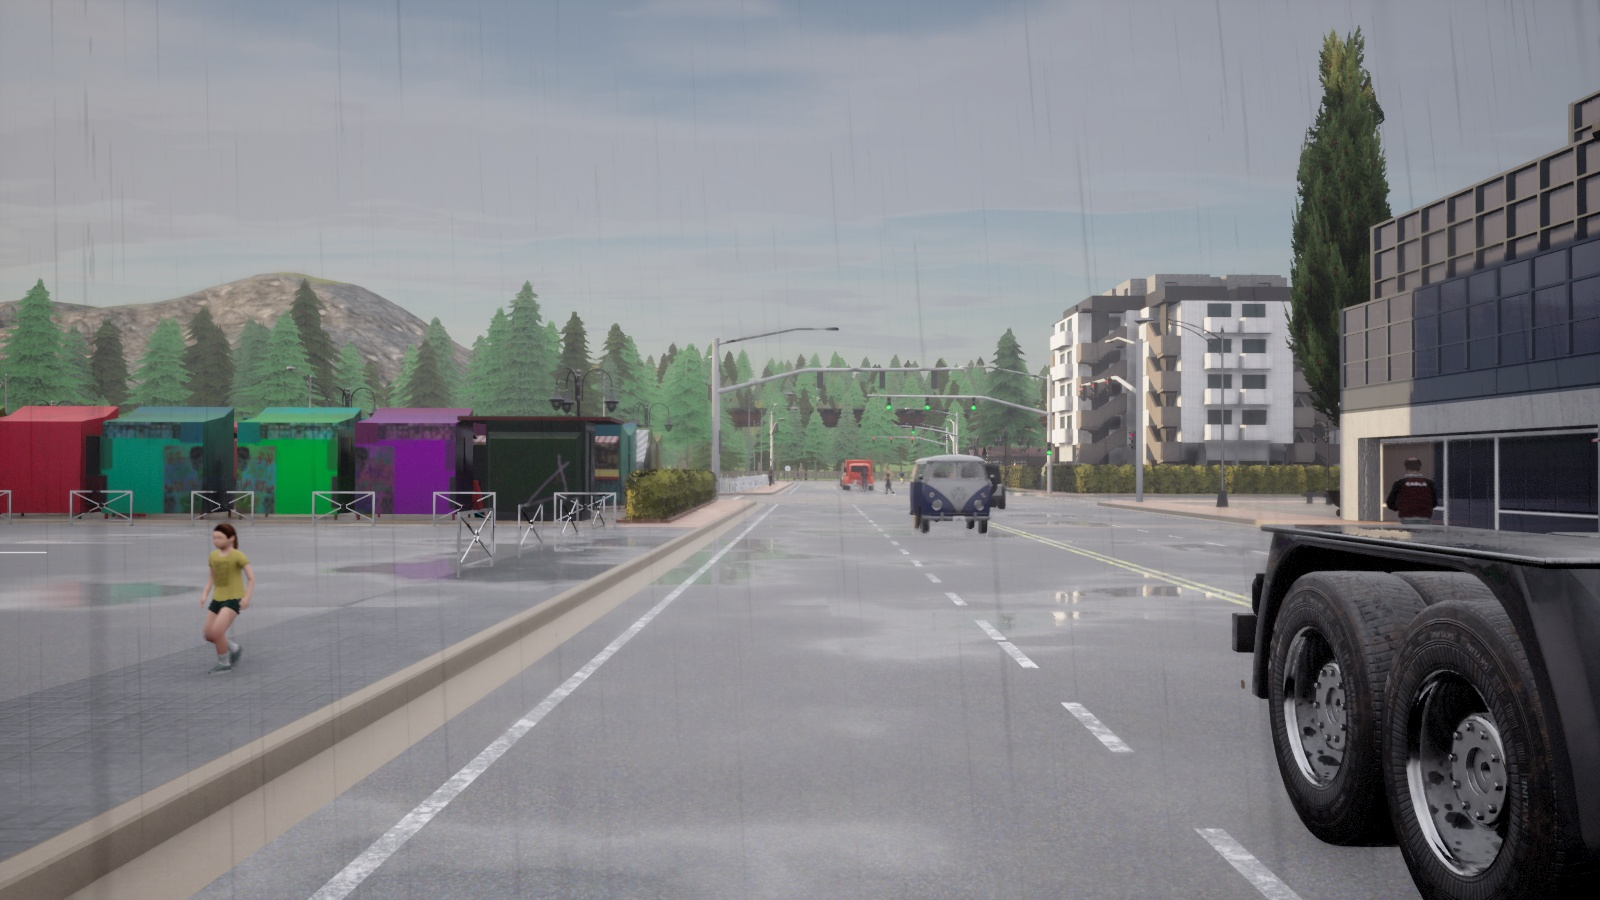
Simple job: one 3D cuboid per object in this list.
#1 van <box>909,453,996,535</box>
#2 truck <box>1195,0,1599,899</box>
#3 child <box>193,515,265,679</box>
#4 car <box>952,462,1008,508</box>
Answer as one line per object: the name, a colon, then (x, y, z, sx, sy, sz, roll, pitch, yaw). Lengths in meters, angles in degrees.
van: (3.895, 1.099, 32.651, 1.775, 1.987, 4.442, 0, -1, 1)
truck: (3.522, -0.137, 2.678, 2.891, 3.462, 7.936, 0, -1, 1)
child: (-4.011, 1.017, 8.829, 0.255, 1.110, 0.394, -1, -1, 22)
car: (7.666, 1.480, 53.775, 1.905, 1.878, 3.866, 0, -1, 1)
